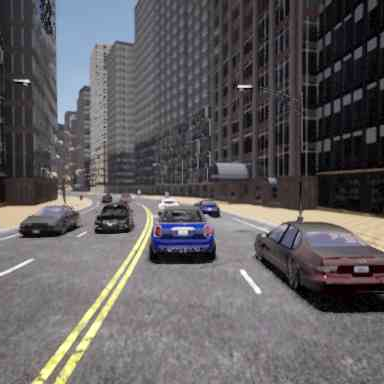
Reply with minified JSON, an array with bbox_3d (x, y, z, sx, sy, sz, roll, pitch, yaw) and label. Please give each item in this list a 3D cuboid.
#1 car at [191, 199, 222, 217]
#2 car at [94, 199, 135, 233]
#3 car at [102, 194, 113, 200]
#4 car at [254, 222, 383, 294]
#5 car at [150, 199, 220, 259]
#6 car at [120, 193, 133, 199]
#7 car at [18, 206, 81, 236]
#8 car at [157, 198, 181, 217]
[{"bbox_3d":[1.192,1.385,29.598,1.994,1.385,4.181,0,0,-8],"label":"car"},{"bbox_3d":[-4.359,1.408,19.232,1.837,1.490,4.892,0,0,-5],"label":"car"},{"bbox_3d":[-14.991,1.180,58.999,1.882,1.535,5.008,0,0,-15],"label":"car"},{"bbox_3d":[3.089,1.493,8.794,2.033,1.411,5.357,0,0,-3],"label":"car"},{"bbox_3d":[-0.393,1.283,12.520,2.097,1.767,4.553,0,0,-3],"label":"car"},{"bbox_3d":[-11.923,1.029,60.091,2.097,1.767,4.553,0,0,-15],"label":"car"},{"bbox_3d":[-7.496,1.465,18.160,2.033,1.411,5.357,0,0,-5],"label":"car"},{"bbox_3d":[-2.149,1.356,30.110,1.812,1.442,4.674,0,0,-8],"label":"car"}]
